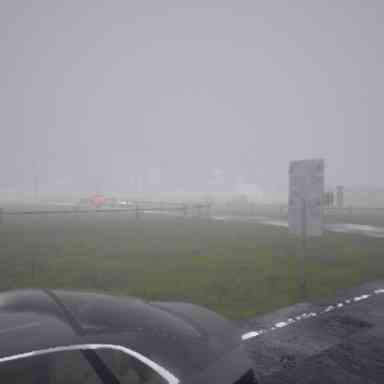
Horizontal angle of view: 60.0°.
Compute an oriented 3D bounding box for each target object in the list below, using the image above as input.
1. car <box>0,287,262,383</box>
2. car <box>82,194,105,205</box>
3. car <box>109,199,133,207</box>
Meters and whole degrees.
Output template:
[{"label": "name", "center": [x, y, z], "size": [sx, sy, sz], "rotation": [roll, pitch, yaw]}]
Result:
[{"label": "car", "center": [-1.721, 1.501, 1.848], "size": [4.892, 1.490, 1.837], "rotation": [1, 0, -35]}, {"label": "car", "center": [-17.857, 1.341, 60.275], "size": [2.150, 2.045, 5.566], "rotation": [2, -1, -41]}, {"label": "car", "center": [-11.346, 1.734, 52.664], "size": [1.895, 1.301, 4.718], "rotation": [2, -1, -40]}]
